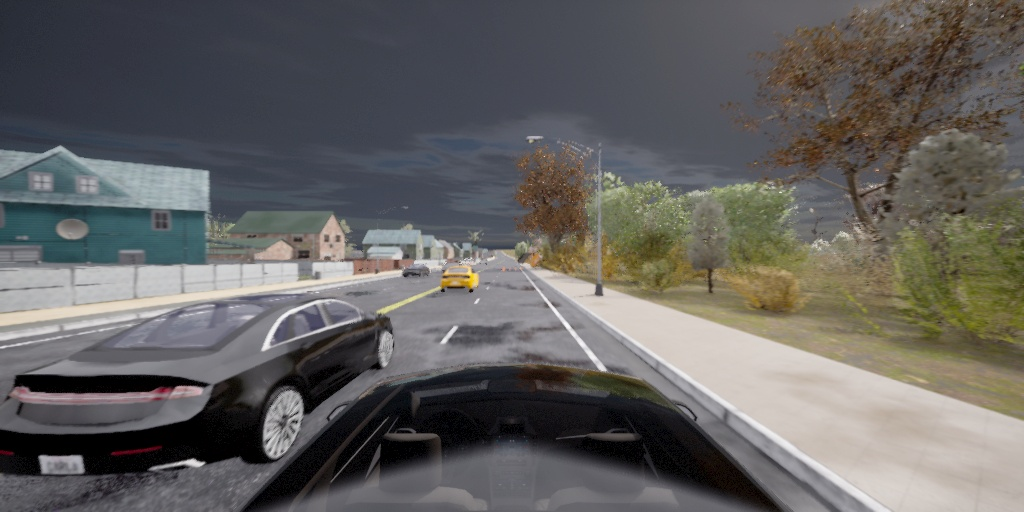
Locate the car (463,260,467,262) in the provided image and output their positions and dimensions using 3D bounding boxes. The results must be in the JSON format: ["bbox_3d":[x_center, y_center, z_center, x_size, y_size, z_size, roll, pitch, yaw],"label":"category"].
[{"bbox_3d":[-6.570,1.467,39.645,1.882,1.535,5.008,0,0,0],"label":"car"}]

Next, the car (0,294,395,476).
[{"bbox_3d":[-3.149,1.263,4.935,2.128,1.511,4.902,0,0,0],"label":"car"}]

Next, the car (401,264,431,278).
[{"bbox_3d":[-9.825,1.524,37.276,2.033,1.411,5.357,0,0,0],"label":"car"}]

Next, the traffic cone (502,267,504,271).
[{"bbox_3d":[-1.364,2.033,55.633,0.340,0.580,0.340,0,0,0],"label":"traffic cone"}]

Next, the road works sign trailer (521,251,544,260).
[{"bbox_3d":[3.713,-1.555,56.616,2.380,3.560,2.880,0,0,41],"label":"road works sign trailer"}]

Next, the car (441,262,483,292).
[{"bbox_3d":[-3.144,1.363,22.344,1.882,1.535,5.008,0,0,0],"label":"car"}]

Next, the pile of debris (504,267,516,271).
[{"bbox_3d":[0.015,2.243,55.639,1.860,0.140,1.500,0,0,0],"label":"pile of debris"}]
